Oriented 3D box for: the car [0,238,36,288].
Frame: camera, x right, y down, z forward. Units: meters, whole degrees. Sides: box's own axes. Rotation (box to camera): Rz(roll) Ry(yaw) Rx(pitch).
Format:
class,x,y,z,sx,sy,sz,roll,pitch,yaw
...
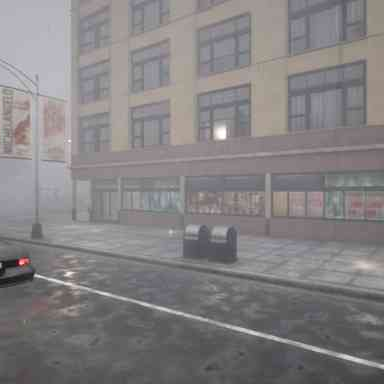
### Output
class,x,y,z,sx,sy,sz,roll,pitch,yaw
car,-6.000,1.546,8.142,5.357,1.411,2.033,0,0,35
